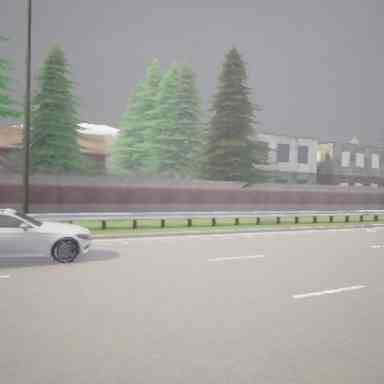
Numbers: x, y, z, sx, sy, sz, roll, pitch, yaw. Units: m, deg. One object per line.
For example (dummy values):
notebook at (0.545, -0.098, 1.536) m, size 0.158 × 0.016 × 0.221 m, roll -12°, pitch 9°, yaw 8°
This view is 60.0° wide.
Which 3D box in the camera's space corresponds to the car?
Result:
car at (-5.151, 1.160, 9.023) m, size 4.674 × 1.442 × 1.812 m, roll 1°, pitch 1°, yaw -26°
